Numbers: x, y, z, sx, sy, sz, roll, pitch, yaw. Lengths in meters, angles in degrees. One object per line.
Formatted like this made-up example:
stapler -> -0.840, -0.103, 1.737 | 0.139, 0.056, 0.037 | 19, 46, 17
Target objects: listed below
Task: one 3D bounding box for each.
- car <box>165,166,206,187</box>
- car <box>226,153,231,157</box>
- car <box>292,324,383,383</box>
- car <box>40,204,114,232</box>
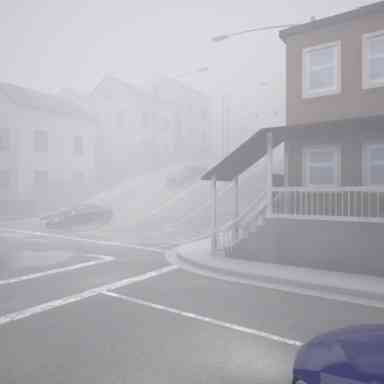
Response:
car -> -0.578, -1.613, 31.271 | 1.895, 1.301, 4.718 | 0, 19, 35
car -> 5.779, -4.444, 40.334 | 1.812, 1.442, 4.674 | 0, 9, 36
car -> 2.931, 1.526, 1.873 | 4.674, 1.442, 1.812 | 0, 0, 36
car -> -7.324, 1.556, 21.535 | 2.128, 1.511, 4.902 | 0, 2, 36
